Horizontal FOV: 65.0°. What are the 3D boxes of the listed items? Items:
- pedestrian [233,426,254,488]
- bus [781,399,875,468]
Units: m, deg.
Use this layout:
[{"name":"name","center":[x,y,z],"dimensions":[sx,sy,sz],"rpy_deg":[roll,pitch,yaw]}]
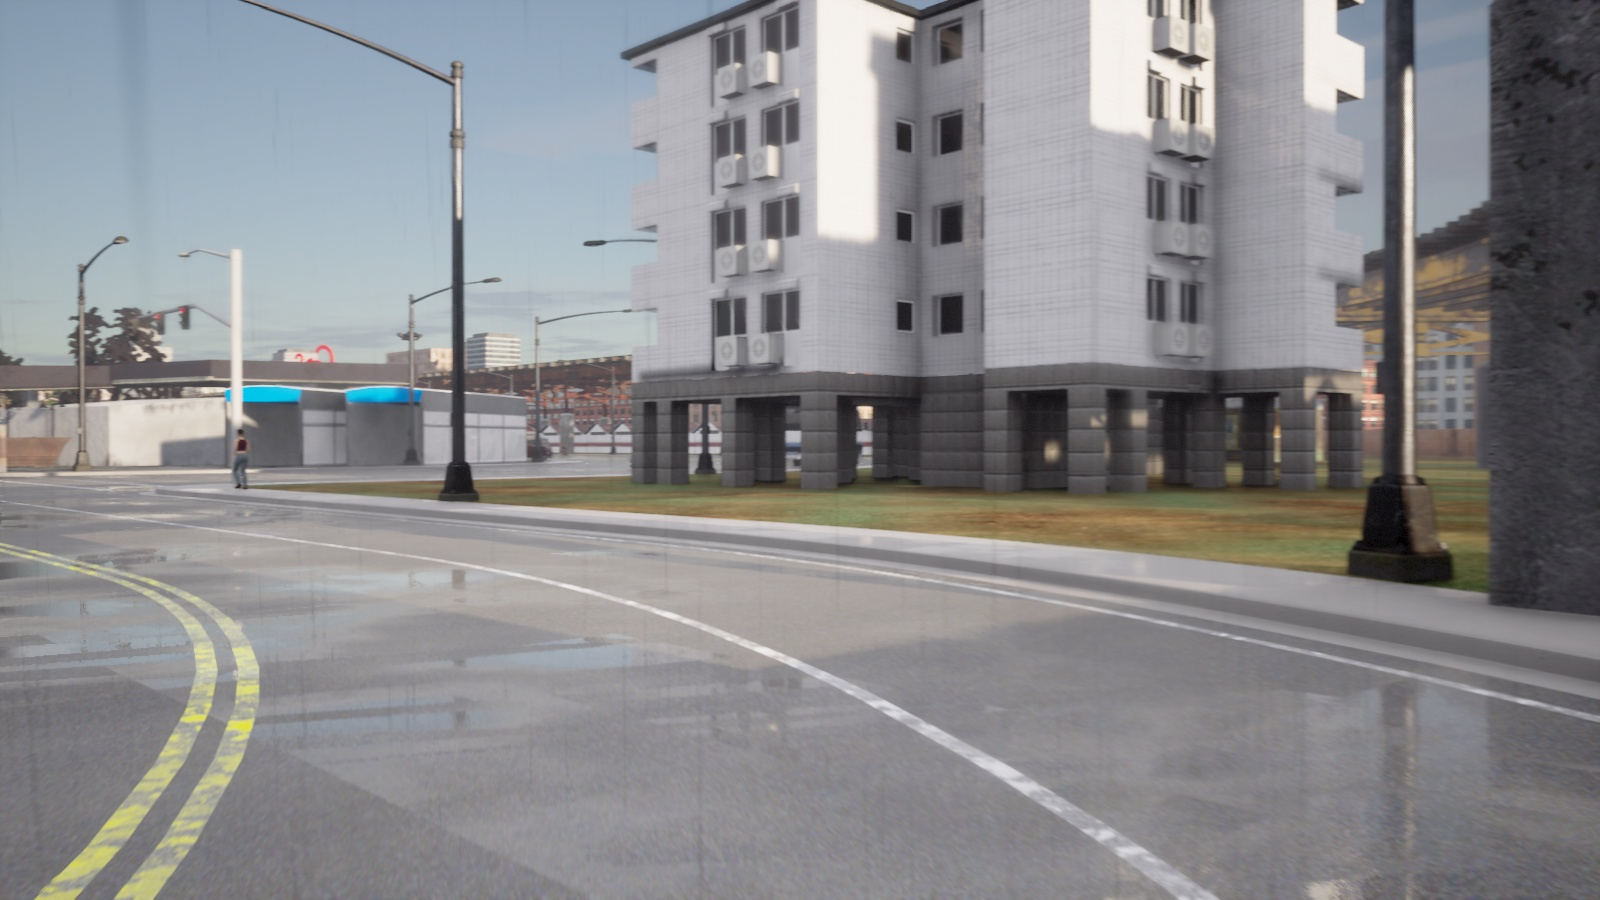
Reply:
[{"name":"pedestrian","center":[-16.526,0.208,37.298],"dimensions":[0.594,1.836,0.345],"rpy_deg":[0,0,41]},{"name":"bus","center":[2.024,-1.100,82.764],"dimensions":[3.944,4.253,10.273],"rpy_deg":[1,1,14]}]
